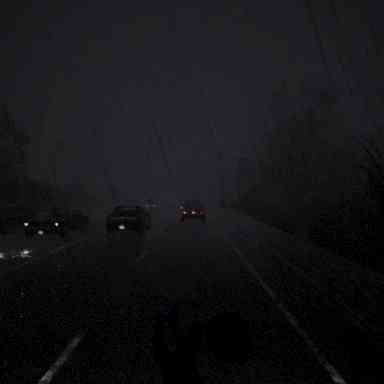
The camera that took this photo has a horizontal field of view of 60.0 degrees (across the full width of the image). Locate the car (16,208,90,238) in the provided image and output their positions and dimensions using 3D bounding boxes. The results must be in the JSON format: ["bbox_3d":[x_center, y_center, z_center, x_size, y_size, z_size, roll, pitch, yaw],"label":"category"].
[{"bbox_3d":[-7.097,1.598,17.823,1.895,1.301,4.718,0,0,0],"label":"car"}]

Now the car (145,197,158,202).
[{"bbox_3d":[-7.044,1.556,58.274,1.994,1.385,4.181,0,0,1],"label":"car"}]

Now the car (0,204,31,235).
[{"bbox_3d":[-10.596,1.502,19.029,1.837,1.490,4.892,0,0,0],"label":"car"}]

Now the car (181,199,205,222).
[{"bbox_3d":[0.104,1.544,26.495,2.033,1.411,5.357,0,0,0],"label":"car"}]

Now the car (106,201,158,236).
[{"bbox_3d":[-3.397,1.489,18.536,2.128,1.511,4.902,0,0,0],"label":"car"}]

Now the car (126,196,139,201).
[{"bbox_3d":[-10.533,1.517,59.409,1.812,1.442,4.674,0,0,1],"label":"car"}]
